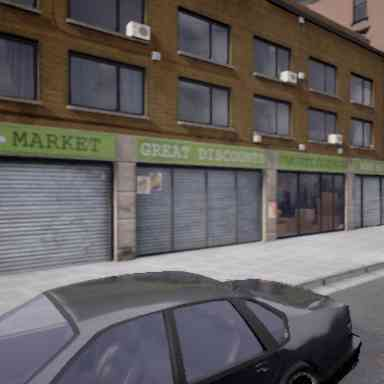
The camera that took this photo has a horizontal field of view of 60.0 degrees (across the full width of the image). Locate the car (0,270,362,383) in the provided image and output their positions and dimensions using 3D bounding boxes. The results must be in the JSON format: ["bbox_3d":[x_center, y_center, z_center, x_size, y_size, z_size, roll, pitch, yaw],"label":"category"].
[{"bbox_3d":[-0.642,1.541,2.917,5.357,1.411,2.033,0,0,-35],"label":"car"}]
